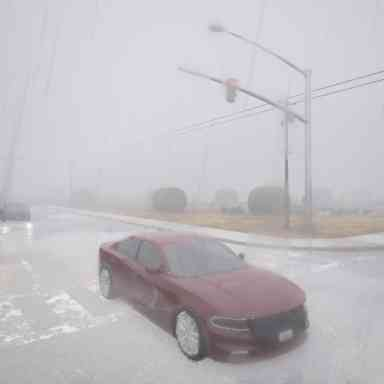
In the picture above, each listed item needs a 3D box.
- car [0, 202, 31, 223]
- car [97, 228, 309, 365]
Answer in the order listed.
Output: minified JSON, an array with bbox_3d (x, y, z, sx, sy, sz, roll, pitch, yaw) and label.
[{"bbox_3d":[-14.015,1.527,26.202,1.882,1.535,5.008,0,1,-35],"label":"car"},{"bbox_3d":[-0.219,1.527,6.287,1.882,1.535,5.008,0,1,-35],"label":"car"}]
